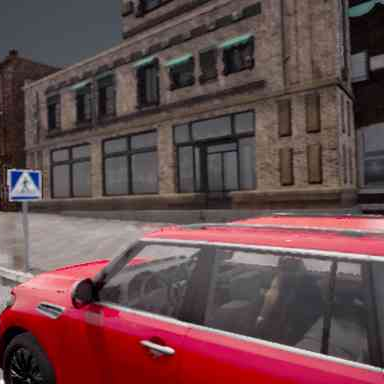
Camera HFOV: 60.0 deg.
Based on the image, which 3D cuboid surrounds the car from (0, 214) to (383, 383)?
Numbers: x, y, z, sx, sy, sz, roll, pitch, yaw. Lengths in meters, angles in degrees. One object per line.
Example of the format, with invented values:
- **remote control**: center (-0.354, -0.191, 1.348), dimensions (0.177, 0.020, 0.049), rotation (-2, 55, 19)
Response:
- **car**: center (0.460, 1.234, 2.990), dimensions (5.566, 2.045, 2.435), rotation (0, 0, 36)
